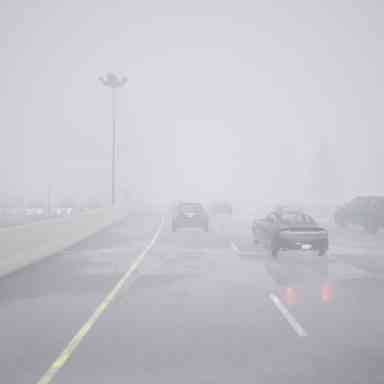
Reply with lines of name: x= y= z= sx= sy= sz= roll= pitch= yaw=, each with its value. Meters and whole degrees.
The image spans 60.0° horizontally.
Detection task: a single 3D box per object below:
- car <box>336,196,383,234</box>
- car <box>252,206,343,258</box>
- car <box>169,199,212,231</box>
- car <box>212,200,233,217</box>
car: x=10.402 y=1.223 z=19.261 sx=2.150 sy=2.045 sz=5.566 roll=0 pitch=0 yaw=-2
car: x=3.558 y=1.492 z=12.838 sx=2.128 sy=1.511 sz=4.902 roll=0 pitch=0 yaw=-1
car: x=-0.183 y=1.353 z=20.601 sx=2.097 sy=1.767 sz=4.553 roll=0 pitch=0 yaw=-3
car: x=2.554 y=1.493 z=31.529 sx=2.128 sy=1.511 sz=4.902 roll=0 pitch=0 yaw=-5
